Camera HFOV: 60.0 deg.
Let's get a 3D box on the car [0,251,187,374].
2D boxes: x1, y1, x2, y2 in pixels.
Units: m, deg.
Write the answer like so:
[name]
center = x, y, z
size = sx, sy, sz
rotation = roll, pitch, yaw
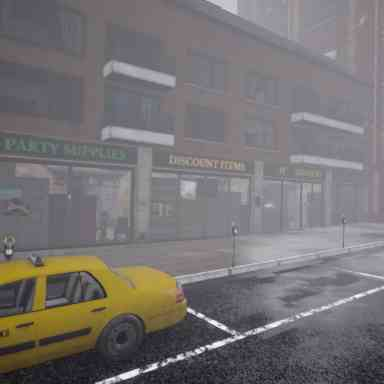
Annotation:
[car]
center = -2.356, 1.526, 4.394
size = 4.829, 1.417, 1.752
rotation = 0, 2, -35
